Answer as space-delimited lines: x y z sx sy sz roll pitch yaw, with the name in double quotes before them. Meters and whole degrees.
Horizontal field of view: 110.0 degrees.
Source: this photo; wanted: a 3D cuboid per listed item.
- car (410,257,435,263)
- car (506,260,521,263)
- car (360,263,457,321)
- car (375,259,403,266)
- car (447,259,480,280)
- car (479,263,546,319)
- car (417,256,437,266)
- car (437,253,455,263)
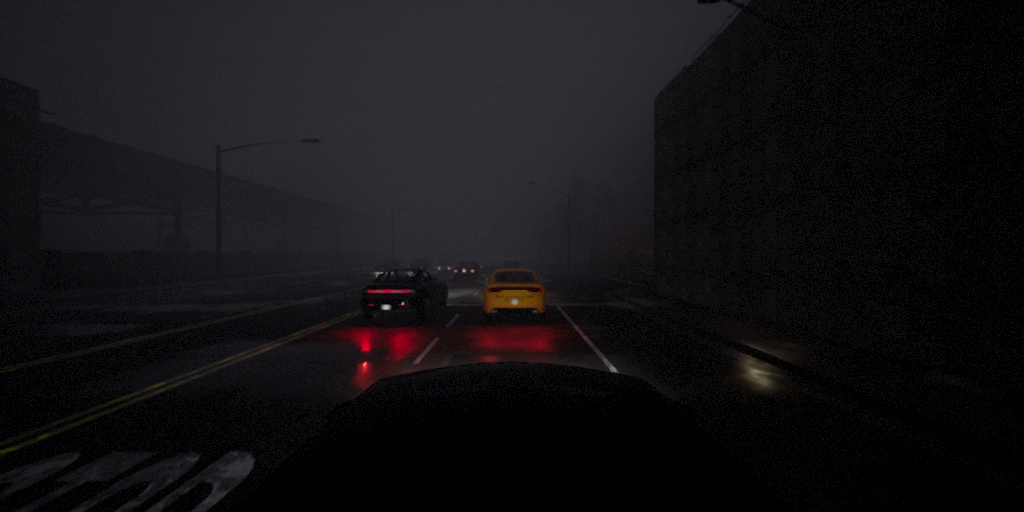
"car" -10.673 0.988 42.159 1.837 1.490 4.892 0 0 0
"car" 0.035 1.095 33.989 1.994 1.385 4.181 0 0 0
"car" -3.430 1.172 12.189 2.128 1.511 4.902 0 0 0
"car" -14.176 1.037 41.740 2.033 1.411 5.357 0 0 0
"car" -3.457 1.119 28.359 2.033 1.411 5.357 0 0 0
"car" 0.071 1.155 12.479 1.882 1.535 5.008 0 -1 0
"car" -14.145 0.858 59.830 2.128 1.511 4.902 0 0 0
"car" -10.658 0.592 58.572 2.150 2.045 5.566 0 1 0
